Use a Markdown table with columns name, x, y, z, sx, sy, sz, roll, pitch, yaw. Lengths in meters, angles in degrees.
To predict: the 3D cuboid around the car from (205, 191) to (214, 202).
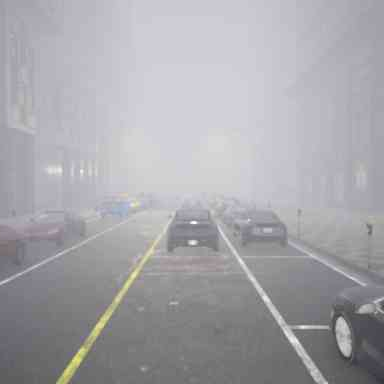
| name | x | y | z | sx | sy | sz | roll | pitch | yaw |
| --- | --- | --- | --- | --- | --- | --- | --- | --- | --- |
| car | 2.771 | 1.041 | 36.580 | 1.967 | 1.590 | 4.097 | 0 | 1 | 0 |

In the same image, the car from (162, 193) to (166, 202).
| name | x | y | z | sx | sy | sz | roll | pitch | yaw |
| --- | --- | --- | --- | --- | --- | --- | --- | --- | --- |
| car | -5.749 | 0.862 | 53.373 | 1.967 | 1.590 | 4.097 | 0 | 1 | 0 |

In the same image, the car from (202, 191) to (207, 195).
| name | x | y | z | sx | sy | sz | roll | pitch | yaw |
| --- | --- | --- | --- | --- | --- | --- | --- | --- | --- |
| car | 2.775 | 1.004 | 47.954 | 1.752 | 1.417 | 4.829 | 0 | 1 | 0 |

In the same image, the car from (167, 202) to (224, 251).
| name | x | y | z | sx | sy | sz | roll | pitch | yaw |
| --- | --- | --- | --- | --- | --- | --- | --- | --- | --- |
| car | 0.048 | 1.359 | 13.286 | 1.837 | 1.490 | 4.892 | 0 | 1 | 0 |

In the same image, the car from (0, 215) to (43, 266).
| name | x | y | z | sx | sy | sz | roll | pitch | yaw |
| --- | --- | --- | --- | --- | --- | --- | --- | --- | --- |
| car | -5.762 | 1.487 | 8.561 | 1.802 | 1.307 | 4.206 | 0 | 1 | 0 |

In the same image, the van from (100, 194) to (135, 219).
| name | x | y | z | sx | sy | sz | roll | pitch | yaw |
| --- | --- | --- | --- | --- | --- | --- | --- | --- | --- |
| van | -5.757 | 1.063 | 25.363 | 1.690 | 1.788 | 3.998 | 0 | 1 | 0 |

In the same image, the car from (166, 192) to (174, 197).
| name | x | y | z | sx | sy | sz | roll | pitch | yaw |
| --- | --- | --- | --- | --- | --- | --- | --- | --- | --- |
| car | -5.739 | 0.622 | 86.985 | 1.887 | 1.381 | 4.507 | 0 | 1 | 0 |

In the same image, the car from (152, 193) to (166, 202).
| name | x | y | z | sx | sy | sz | roll | pitch | yaw |
| --- | --- | --- | --- | --- | --- | --- | --- | --- | --- |
| car | -5.747 | 0.914 | 58.977 | 2.008 | 1.369 | 4.403 | 0 | 1 | 0 |

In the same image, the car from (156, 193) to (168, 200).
| name | x | y | z | sx | sy | sz | roll | pitch | yaw |
| --- | --- | --- | --- | --- | --- | --- | --- | --- | --- |
| car | -5.745 | 0.871 | 64.578 | 1.947 | 1.339 | 4.313 | 0 | 1 | 0 |

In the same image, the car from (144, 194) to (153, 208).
| name | x | y | z | sx | sy | sz | roll | pitch | yaw |
| --- | --- | --- | --- | --- | --- | --- | --- | --- | --- |
| car | -5.753 | 1.183 | 36.569 | 1.802 | 1.307 | 4.206 | 0 | 1 | 0 |

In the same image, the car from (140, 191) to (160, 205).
| name | x | y | z | sx | sy | sz | roll | pitch | yaw |
| --- | --- | --- | --- | --- | --- | --- | --- | --- | --- |
| car | -5.752 | 0.856 | 42.169 | 2.192 | 1.841 | 5.009 | 0 | 1 | 0 |

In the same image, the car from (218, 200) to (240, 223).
| name | x | y | z | sx | sy | sz | roll | pitch | yaw |
| --- | --- | --- | --- | --- | --- | --- | --- | --- | --- |
| car | 2.767 | 1.364 | 19.778 | 1.802 | 1.307 | 4.206 | 0 | 1 | 0 |

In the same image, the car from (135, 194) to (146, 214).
| name | x | y | z | sx | sy | sz | roll | pitch | yaw |
| --- | --- | --- | --- | --- | --- | --- | --- | --- | --- |
| car | -5.755 | 1.189 | 30.797 | 1.752 | 1.417 | 4.829 | 0 | 1 | 0 |

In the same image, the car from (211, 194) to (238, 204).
| name | x | y | z | sx | sy | sz | roll | pitch | yaw |
| --- | --- | --- | --- | --- | --- | --- | --- | --- | --- |
| car | 2.768 | 1.162 | 25.377 | 1.967 | 1.590 | 4.097 | 0 | 1 | 0 |

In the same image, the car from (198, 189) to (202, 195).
| name | x | y | z | sx | sy | sz | roll | pitch | yaw |
| --- | --- | --- | --- | --- | --- | --- | --- | --- | --- |
| car | 2.779 | 0.620 | 64.586 | 2.192 | 1.841 | 5.009 | 0 | 1 | 0 |

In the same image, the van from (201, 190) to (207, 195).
| name | x | y | z | sx | sy | sz | roll | pitch | yaw |
| --- | --- | --- | --- | --- | --- | --- | --- | --- | --- |
| van | 2.776 | 0.763 | 53.384 | 1.690 | 1.788 | 3.998 | 0 | 1 | 0 |

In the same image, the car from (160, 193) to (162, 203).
| name | x | y | z | sx | sy | sz | roll | pitch | yaw |
| --- | --- | --- | --- | --- | --- | --- | --- | --- | --- |
| car | -5.750 | 1.063 | 47.773 | 1.802 | 1.307 | 4.206 | 0 | 1 | 0 |

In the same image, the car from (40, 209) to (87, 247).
| name | x | y | z | sx | sy | sz | roll | pitch | yaw |
| --- | --- | --- | --- | --- | --- | --- | --- | --- | --- |
| car | -5.760 | 1.425 | 14.162 | 1.802 | 1.307 | 4.206 | 0 | 1 | 0 |

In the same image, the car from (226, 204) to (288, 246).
| name | x | y | z | sx | sy | sz | roll | pitch | yaw |
| --- | --- | --- | --- | --- | --- | --- | --- | --- | --- |
| car | 2.765 | 1.409 | 14.176 | 1.947 | 1.339 | 4.313 | 0 | 1 | 0 |

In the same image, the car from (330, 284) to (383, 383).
| name | x | y | z | sx | sy | sz | roll | pitch | yaw |
| --- | --- | --- | --- | --- | --- | --- | --- | --- | --- |
| car | 2.762 | 1.516 | 2.973 | 2.008 | 1.369 | 4.403 | 0 | 1 | 0 |

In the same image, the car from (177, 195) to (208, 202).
| name | x | y | z | sx | sy | sz | roll | pitch | yaw |
| --- | --- | --- | --- | --- | --- | --- | --- | --- | --- |
| car | 0.056 | 1.253 | 28.500 | 1.994 | 1.385 | 4.181 | 0 | 1 | 0 |

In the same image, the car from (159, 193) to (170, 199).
| name | x | y | z | sx | sy | sz | roll | pitch | yaw |
| --- | --- | --- | --- | --- | --- | --- | --- | --- | --- |
| car | -5.744 | 0.813 | 70.179 | 1.947 | 1.339 | 4.313 | 0 | 1 | 0 |

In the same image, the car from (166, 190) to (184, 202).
| name | x | y | z | sx | sy | sz | roll | pitch | yaw |
| --- | --- | --- | --- | --- | --- | --- | --- | --- | --- |
| car | -3.029 | 0.916 | 58.429 | 2.033 | 1.411 | 5.357 | 0 | 1 | 1 |
